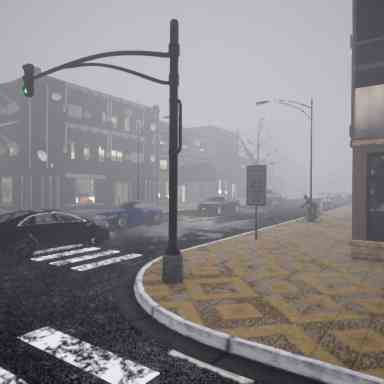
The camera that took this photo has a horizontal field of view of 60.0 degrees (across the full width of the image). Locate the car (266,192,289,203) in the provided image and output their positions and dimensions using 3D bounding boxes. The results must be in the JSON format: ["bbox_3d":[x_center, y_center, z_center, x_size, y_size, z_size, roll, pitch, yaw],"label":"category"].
[{"bbox_3d":[12.170,0.767,47.203,1.802,1.307,4.206,2,2,35],"label":"car"}]

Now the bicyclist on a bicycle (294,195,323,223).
[{"bbox_3d":[6.830,1.003,19.562,1.656,1.620,0.582,0,1,35],"label":"bicyclist on a bicycle"}]

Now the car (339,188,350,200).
[{"bbox_3d":[24.284,0.572,54.508,2.033,1.411,5.357,1,1,36],"label":"car"}]

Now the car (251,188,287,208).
[{"bbox_3d":[8.369,0.599,37.105,2.150,2.045,5.566,1,1,35],"label":"car"}]

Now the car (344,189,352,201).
[{"bbox_3d":[25.481,0.619,51.641,1.887,1.381,4.507,2,2,35],"label":"car"}]

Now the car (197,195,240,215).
[{"bbox_3d":[2.350,1.028,28.437,1.882,1.535,5.008,1,1,35],"label":"car"}]

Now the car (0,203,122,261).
[{"bbox_3d":[-5.175,1.362,11.961,2.128,1.511,4.902,1,1,35],"label":"car"}]

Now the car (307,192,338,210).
[{"bbox_3d":[12.711,0.993,33.029,2.008,1.369,4.403,2,2,35],"label":"car"}]

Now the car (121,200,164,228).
[{"bbox_3d":[-3.600,1.248,19.843,1.812,1.442,4.674,1,1,37],"label":"car"}]

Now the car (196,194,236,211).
[{"bbox_3d":[2.450,1.011,33.340,2.008,1.369,4.403,2,2,35],"label":"car"}]

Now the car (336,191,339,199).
[{"bbox_3d":[18.598,0.788,46.274,1.895,1.301,4.718,1,1,35],"label":"car"}]
